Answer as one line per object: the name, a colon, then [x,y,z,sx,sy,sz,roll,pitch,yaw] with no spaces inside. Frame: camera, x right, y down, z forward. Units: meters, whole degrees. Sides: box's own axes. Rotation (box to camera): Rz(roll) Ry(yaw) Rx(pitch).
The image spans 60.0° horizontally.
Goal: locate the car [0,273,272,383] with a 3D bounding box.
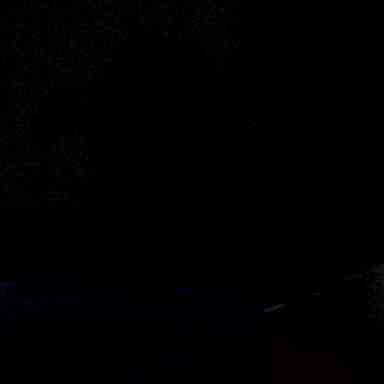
car: [-1.567,1.477,2.372,5.008,1.535,1.882,0,0,-37]
